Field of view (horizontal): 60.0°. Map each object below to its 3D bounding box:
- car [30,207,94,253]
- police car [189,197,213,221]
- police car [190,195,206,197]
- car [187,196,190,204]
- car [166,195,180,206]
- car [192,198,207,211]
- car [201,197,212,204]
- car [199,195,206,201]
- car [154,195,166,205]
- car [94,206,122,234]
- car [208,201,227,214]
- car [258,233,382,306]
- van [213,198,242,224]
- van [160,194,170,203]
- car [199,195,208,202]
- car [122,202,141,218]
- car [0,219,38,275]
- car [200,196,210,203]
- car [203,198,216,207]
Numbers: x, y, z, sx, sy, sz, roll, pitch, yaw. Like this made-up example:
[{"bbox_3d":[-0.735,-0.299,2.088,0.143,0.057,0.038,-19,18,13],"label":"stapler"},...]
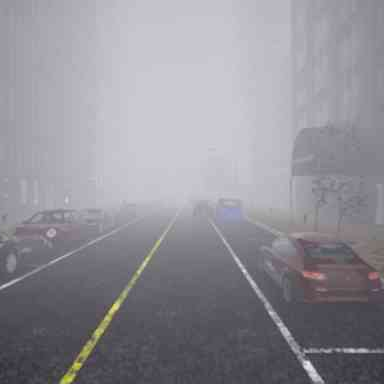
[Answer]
[{"bbox_3d":[-5.684,1.463,13.451,1.967,1.590,4.097,0,0,0],"label":"car"},{"bbox_3d":[0.915,1.465,27.958,1.930,1.638,5.238,0,0,0],"label":"police car"},{"bbox_3d":[0.920,1.477,37.958,1.930,1.638,5.238,0,0,0],"label":"police car"},{"bbox_3d":[0.033,1.554,63.611,1.882,1.535,5.008,0,0,0],"label":"car"},{"bbox_3d":[-3.027,1.598,57.704,1.812,1.442,4.674,0,0,1],"label":"car"},{"bbox_3d":[0.923,1.536,43.849,1.882,1.535,5.008,0,0,0],"label":"car"},{"bbox_3d":[2.725,1.627,64.675,2.008,1.369,4.403,0,0,0],"label":"car"},{"bbox_3d":[2.737,1.512,87.445,1.967,1.590,4.097,0,0,0],"label":"car"},{"bbox_3d":[-5.659,1.625,58.991,2.008,1.369,4.403,0,0,0],"label":"car"},{"bbox_3d":[-5.680,1.580,19.143,2.008,1.369,4.403,0,0,0],"label":"car"},{"bbox_3d":[2.709,1.631,36.212,1.802,1.307,4.206,0,0,0],"label":"car"},{"bbox_3d":[2.694,1.597,7.752,1.802,1.307,4.206,0,0,0],"label":"car"},{"bbox_3d":[2.703,1.377,24.829,1.690,1.788,3.998,0,0,0],"label":"van"},{"bbox_3d":[-5.653,1.419,70.376,1.690,1.788,3.998,0,0,0],"label":"van"},{"bbox_3d":[2.734,1.514,81.753,1.967,1.590,4.097,0,0,0],"label":"car"},{"bbox_3d":[-5.675,1.625,30.527,1.802,1.307,4.206,0,0,0],"label":"car"},{"bbox_3d":[-5.687,1.566,7.758,2.008,1.369,4.403,0,0,0],"label":"car"},{"bbox_3d":[2.728,1.628,70.368,2.008,1.369,4.403,0,0,0],"label":"car"},{"bbox_3d":[2.718,1.651,53.290,1.802,1.307,4.206,0,0,0],"label":"car"}]
